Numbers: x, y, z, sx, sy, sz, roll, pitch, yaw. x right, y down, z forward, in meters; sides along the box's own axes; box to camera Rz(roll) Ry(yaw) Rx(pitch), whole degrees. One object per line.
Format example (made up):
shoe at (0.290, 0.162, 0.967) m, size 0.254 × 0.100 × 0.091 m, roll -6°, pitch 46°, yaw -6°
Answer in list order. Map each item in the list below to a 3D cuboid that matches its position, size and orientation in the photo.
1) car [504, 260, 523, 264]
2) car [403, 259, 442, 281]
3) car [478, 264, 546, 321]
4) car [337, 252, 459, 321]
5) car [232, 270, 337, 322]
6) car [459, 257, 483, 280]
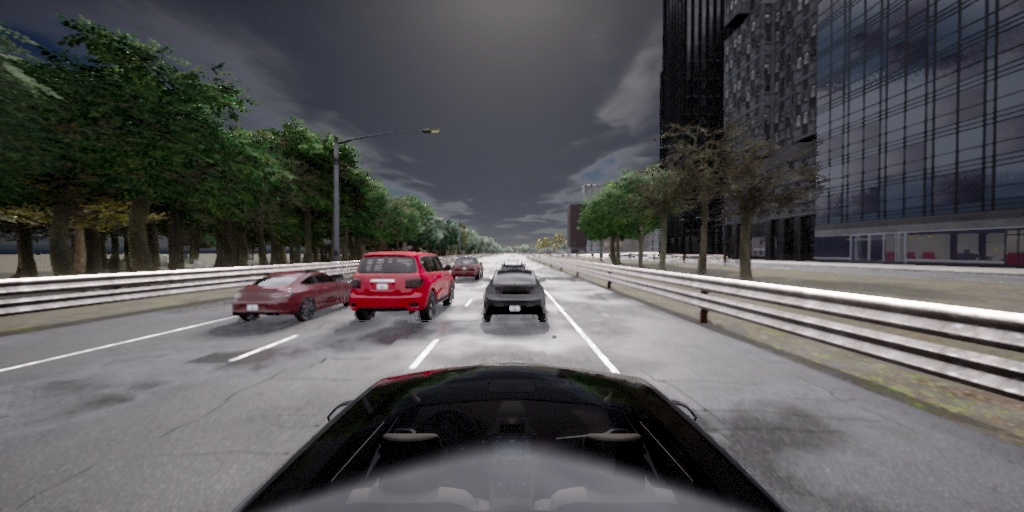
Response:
car at (0.091, 1.018, 28.170) m, size 2.128 × 1.511 × 4.902 m, roll 0°, pitch 1°, yaw 0°
car at (-6.909, 1.030, 28.300) m, size 1.837 × 1.490 × 4.892 m, roll 0°, pitch 1°, yaw 0°
car at (0.084, 1.169, 12.110) m, size 1.837 × 1.490 × 4.892 m, roll 0°, pitch 0°, yaw 0°
car at (-3.415, 0.885, 12.146) m, size 2.150 × 2.045 × 5.566 m, roll 0°, pitch 0°, yaw 0°
car at (-6.917, 1.193, 11.872) m, size 1.812 × 1.442 × 4.674 m, roll 0°, pitch 0°, yaw 0°
car at (-3.411, 0.880, 27.940) m, size 2.097 × 1.767 × 4.553 m, roll 0°, pitch 1°, yaw 0°
